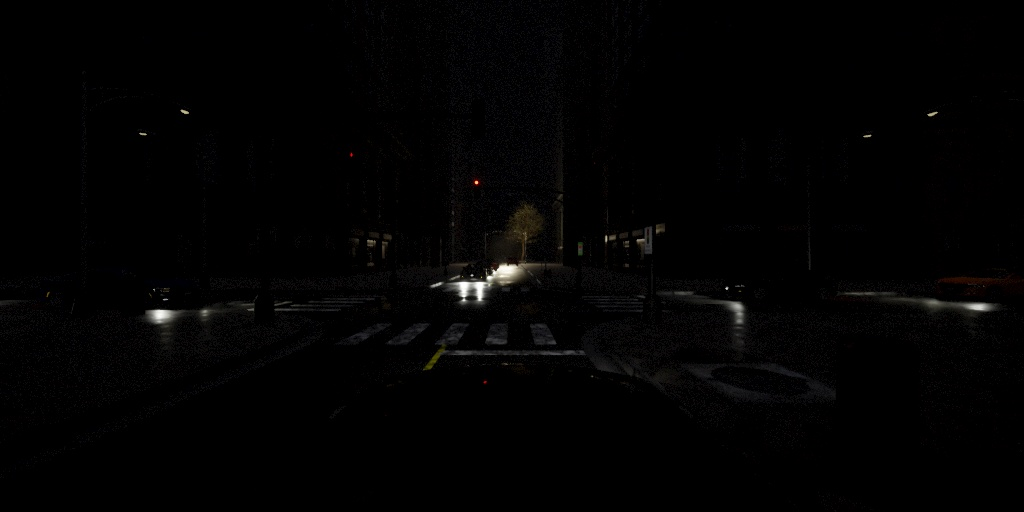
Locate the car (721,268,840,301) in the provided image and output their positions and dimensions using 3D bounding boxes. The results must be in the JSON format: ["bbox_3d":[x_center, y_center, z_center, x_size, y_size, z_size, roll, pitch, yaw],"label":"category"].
[{"bbox_3d":[12.595,1.297,16.984,4.892,1.490,1.837,0,0,0],"label":"car"}]

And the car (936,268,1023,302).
[{"bbox_3d":[23.247,1.302,16.971,5.008,1.535,1.882,0,0,0],"label":"car"}]

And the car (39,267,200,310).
[{"bbox_3d":[-14.903,1.177,13.799,5.008,1.535,1.882,0,0,2],"label":"car"}]

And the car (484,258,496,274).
[{"bbox_3d":[-3.077,1.232,38.654,1.882,1.535,5.008,0,0,0],"label":"car"}]

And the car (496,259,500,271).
[{"bbox_3d":[-3.060,1.116,48.300,2.097,1.767,4.553,0,0,0],"label":"car"}]

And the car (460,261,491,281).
[{"bbox_3d":[-3.082,1.314,29.584,1.994,1.385,4.181,0,0,0],"label":"car"}]
